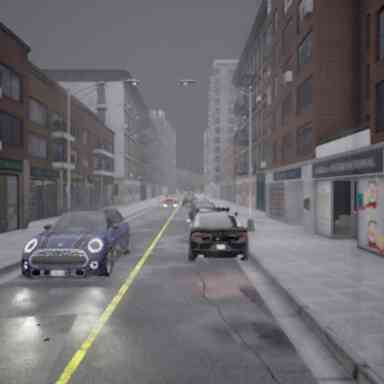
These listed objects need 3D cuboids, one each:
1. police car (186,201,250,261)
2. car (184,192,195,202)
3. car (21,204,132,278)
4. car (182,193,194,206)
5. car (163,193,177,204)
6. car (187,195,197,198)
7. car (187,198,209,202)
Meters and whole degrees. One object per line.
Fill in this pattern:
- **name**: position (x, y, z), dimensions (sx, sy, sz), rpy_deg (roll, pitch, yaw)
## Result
- **police car**: position (0.813, 1.356, 12.136), dimensions (1.930, 1.638, 5.238), rpy_deg (0, 0, 0)
- **car**: position (-0.452, 0.967, 62.495), dimensions (2.097, 1.767, 4.553), rpy_deg (0, 0, 0)
- **car**: position (-3.172, 1.296, 10.037), dimensions (2.097, 1.767, 4.553), rpy_deg (0, 0, 0)
- **car**: position (-0.342, 1.060, 48.573), dimensions (2.097, 1.767, 4.553), rpy_deg (0, 0, 0)
- **car**: position (-3.449, 1.030, 53.185), dimensions (2.097, 1.767, 4.553), rpy_deg (0, 0, 0)
- **car**: position (0.697, 1.315, 28.026), dimensions (1.882, 1.535, 5.008), rpy_deg (0, 0, 0)
- **car**: position (0.741, 1.378, 22.026), dimensions (1.837, 1.490, 4.892), rpy_deg (0, 0, 0)
